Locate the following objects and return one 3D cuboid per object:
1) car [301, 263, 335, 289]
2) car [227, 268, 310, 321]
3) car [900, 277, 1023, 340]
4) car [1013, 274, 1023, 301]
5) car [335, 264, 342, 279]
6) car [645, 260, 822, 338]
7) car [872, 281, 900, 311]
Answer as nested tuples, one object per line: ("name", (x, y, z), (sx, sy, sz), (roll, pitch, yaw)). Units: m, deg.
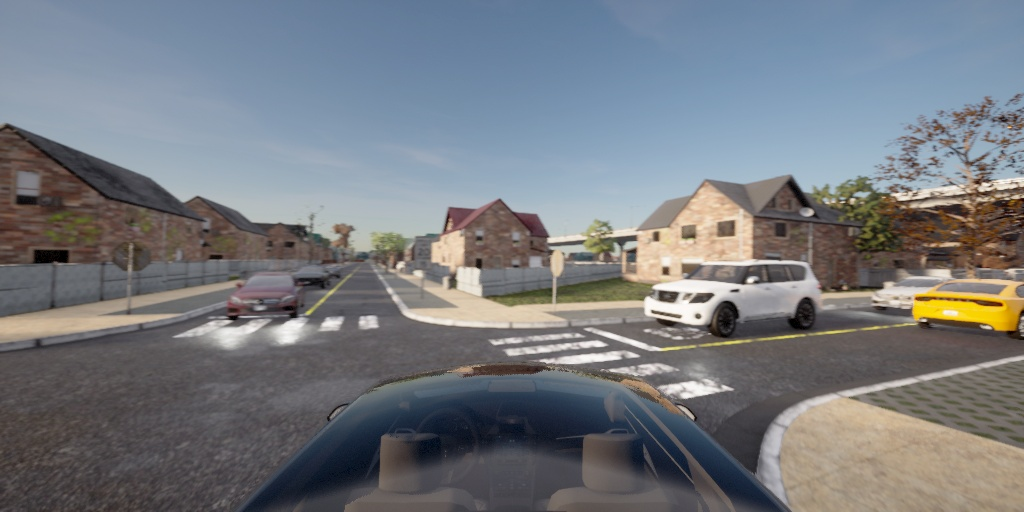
("car", (-13.516, 1.364, 24.368), (1.882, 1.535, 5.008), (2, -1, -22))
("car", (-8.523, 1.304, 12.773), (1.812, 1.442, 4.674), (2, -1, -26))
("car", (14.312, 1.437, 10.691), (5.008, 1.535, 1.882), (1, -1, -21))
("car", (30.068, 1.748, 19.702), (4.674, 1.442, 1.812), (1, -1, -21))
("car", (-18.284, 1.497, 36.227), (2.128, 1.511, 4.902), (2, -1, -22))
("car", (6.747, 1.130, 10.848), (5.566, 2.045, 2.150), (1, -1, -22))
("car", (17.143, 1.577, 14.815), (4.674, 1.442, 1.812), (1, -1, -21))
